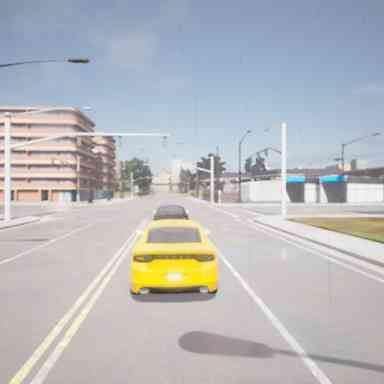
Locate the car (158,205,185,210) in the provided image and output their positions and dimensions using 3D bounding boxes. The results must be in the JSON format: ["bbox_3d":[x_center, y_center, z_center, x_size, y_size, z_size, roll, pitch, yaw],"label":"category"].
[{"bbox_3d":[-1.151,1.441,18.328,1.882,1.535,5.008,0,0,-4],"label":"car"}]

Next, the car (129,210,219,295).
[{"bbox_3d":[-0.480,1.460,8.772,1.882,1.535,5.008,0,0,-3],"label":"car"}]
